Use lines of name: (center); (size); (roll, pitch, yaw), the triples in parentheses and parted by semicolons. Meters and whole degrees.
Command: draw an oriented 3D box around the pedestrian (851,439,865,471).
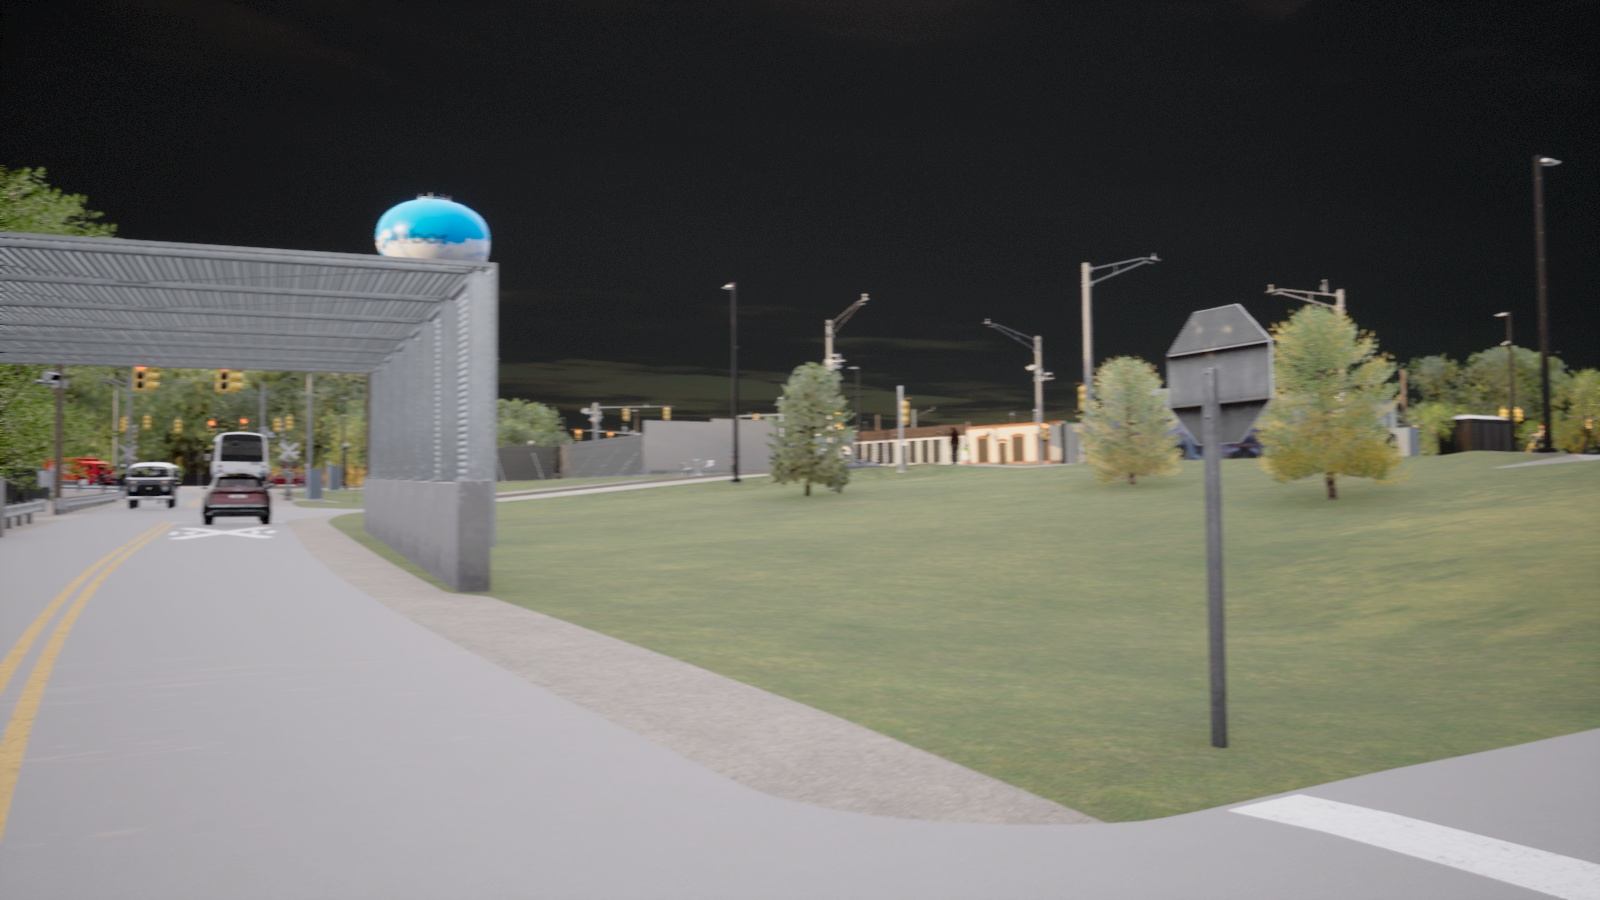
pedestrian: (3.334, 0.307, 72.646); (0.706, 1.836, 0.354); (0, -3, -29)

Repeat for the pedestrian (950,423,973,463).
pedestrian: (7.632, -0.333, 59.318); (0.634, 1.844, 0.899); (0, -3, -30)

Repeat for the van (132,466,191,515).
van: (-28.341, 1.766, 55.861); (2.069, 2.038, 4.480); (0, -1, -23)

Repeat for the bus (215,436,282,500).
bus: (-39.246, 1.276, 89.132); (3.944, 4.253, 10.273); (1, -1, -26)

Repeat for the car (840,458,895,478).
car: (4.950, 1.323, 92.339); (1.994, 1.385, 4.181); (0, -2, -31)

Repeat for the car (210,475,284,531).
car: (-17.571, 1.621, 39.869); (2.033, 1.649, 4.856); (0, -1, -24)
